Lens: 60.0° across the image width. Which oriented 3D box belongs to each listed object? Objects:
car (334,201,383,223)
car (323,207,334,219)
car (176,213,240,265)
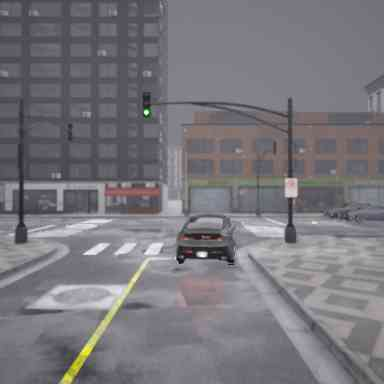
[{"bbox_3d":[13.484,1.615,25.152,4.181,1.385,1.994,0,-1,0],"label":"car"},{"bbox_3d":[13.778,1.590,28.401,4.892,1.490,1.837,0,-1,0],"label":"car"},{"bbox_3d":[0.668,1.534,11.963,1.837,1.490,4.892,0,0,9],"label":"car"}]
